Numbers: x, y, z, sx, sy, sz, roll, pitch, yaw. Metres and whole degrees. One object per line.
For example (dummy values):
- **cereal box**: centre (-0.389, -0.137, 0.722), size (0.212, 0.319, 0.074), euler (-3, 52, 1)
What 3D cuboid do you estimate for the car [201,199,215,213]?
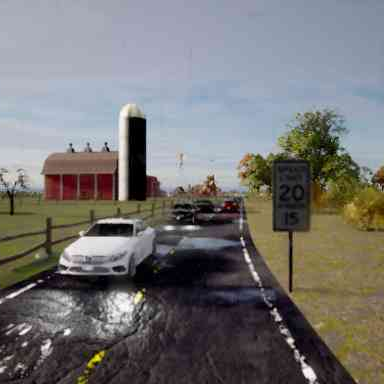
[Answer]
- **car**: centre (1.362, 1.551, 37.783), size (1.882, 1.535, 5.008), euler (0, 0, 12)

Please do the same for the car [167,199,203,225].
- **car**: centre (-0.589, 1.550, 24.994), size (1.837, 1.490, 4.892), euler (0, 0, 8)

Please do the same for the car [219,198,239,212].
- **car**: centre (4.404, 1.612, 39.206), size (1.812, 1.442, 4.674), euler (0, 0, 8)

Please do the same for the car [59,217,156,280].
- **car**: centre (-2.293, 1.540, 10.234), size (1.812, 1.442, 4.674), euler (0, 0, 5)

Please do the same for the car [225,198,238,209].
- **car**: centre (5.958, 1.629, 49.570), size (1.837, 1.490, 4.892), euler (0, 0, 9)
